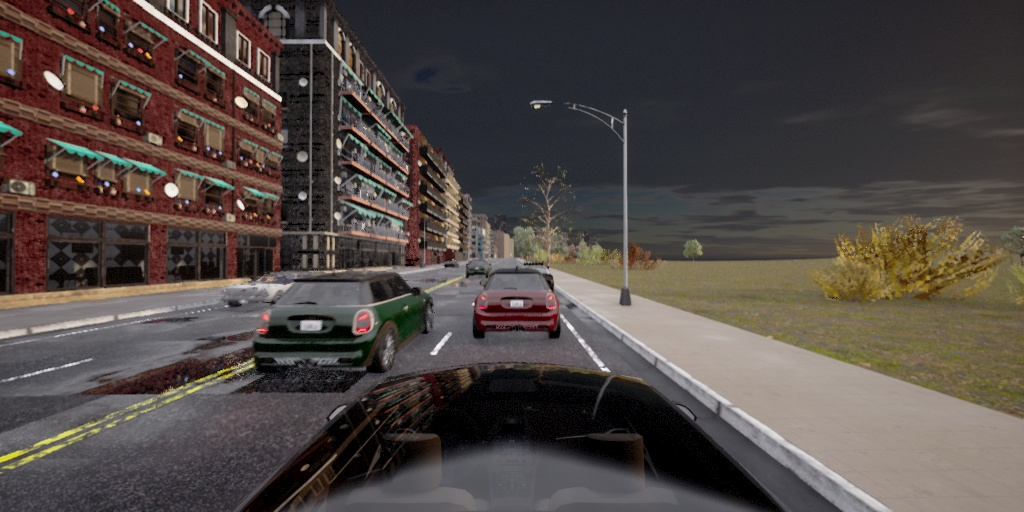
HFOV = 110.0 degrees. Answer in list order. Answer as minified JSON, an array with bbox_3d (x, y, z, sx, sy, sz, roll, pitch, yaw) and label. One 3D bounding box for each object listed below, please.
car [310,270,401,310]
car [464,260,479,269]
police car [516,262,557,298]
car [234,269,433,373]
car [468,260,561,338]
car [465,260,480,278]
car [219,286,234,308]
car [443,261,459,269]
[{"bbox_3d":[-6.568,1.358,15.717,1.895,1.301,4.718,0,0,0],"label":"car"},{"bbox_3d":[-6.458,1.373,57.809,1.895,1.301,4.718,0,0,0],"label":"car"},{"bbox_3d":[1.179,1.185,19.799,1.930,1.638,5.238,0,0,0],"label":"police car"},{"bbox_3d":[-3.137,1.107,7.730,2.097,1.767,4.553,0,0,0],"label":"car"},{"bbox_3d":[0.116,1.107,10.304,2.097,1.767,4.553,0,0,0],"label":"car"},{"bbox_3d":[-3.093,1.116,34.336,2.097,1.767,4.553,0,0,1],"label":"car"},{"bbox_3d":[-9.817,1.358,15.308,1.895,1.301,4.718,0,0,0],"label":"car"},{"bbox_3d":[-9.709,1.373,57.400,1.895,1.301,4.718,0,0,0],"label":"car"}]
